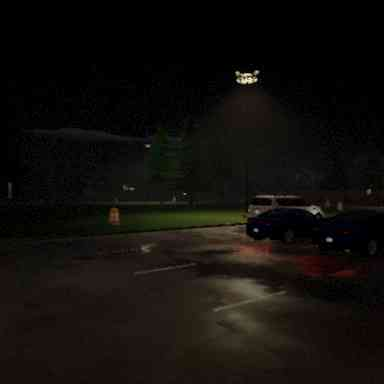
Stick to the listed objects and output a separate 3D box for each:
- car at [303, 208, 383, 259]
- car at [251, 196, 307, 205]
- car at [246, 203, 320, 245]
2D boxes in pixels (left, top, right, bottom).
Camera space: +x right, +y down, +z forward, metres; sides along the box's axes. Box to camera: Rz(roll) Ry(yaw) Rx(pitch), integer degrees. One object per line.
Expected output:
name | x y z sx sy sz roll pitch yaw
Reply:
car | 6.732 1.493 12.847 5.008 1.535 1.882 0 0 -35
car | 5.987 1.241 21.030 5.566 2.045 2.150 0 0 -35
car | 4.765 1.493 15.743 5.008 1.535 1.882 0 0 -35
